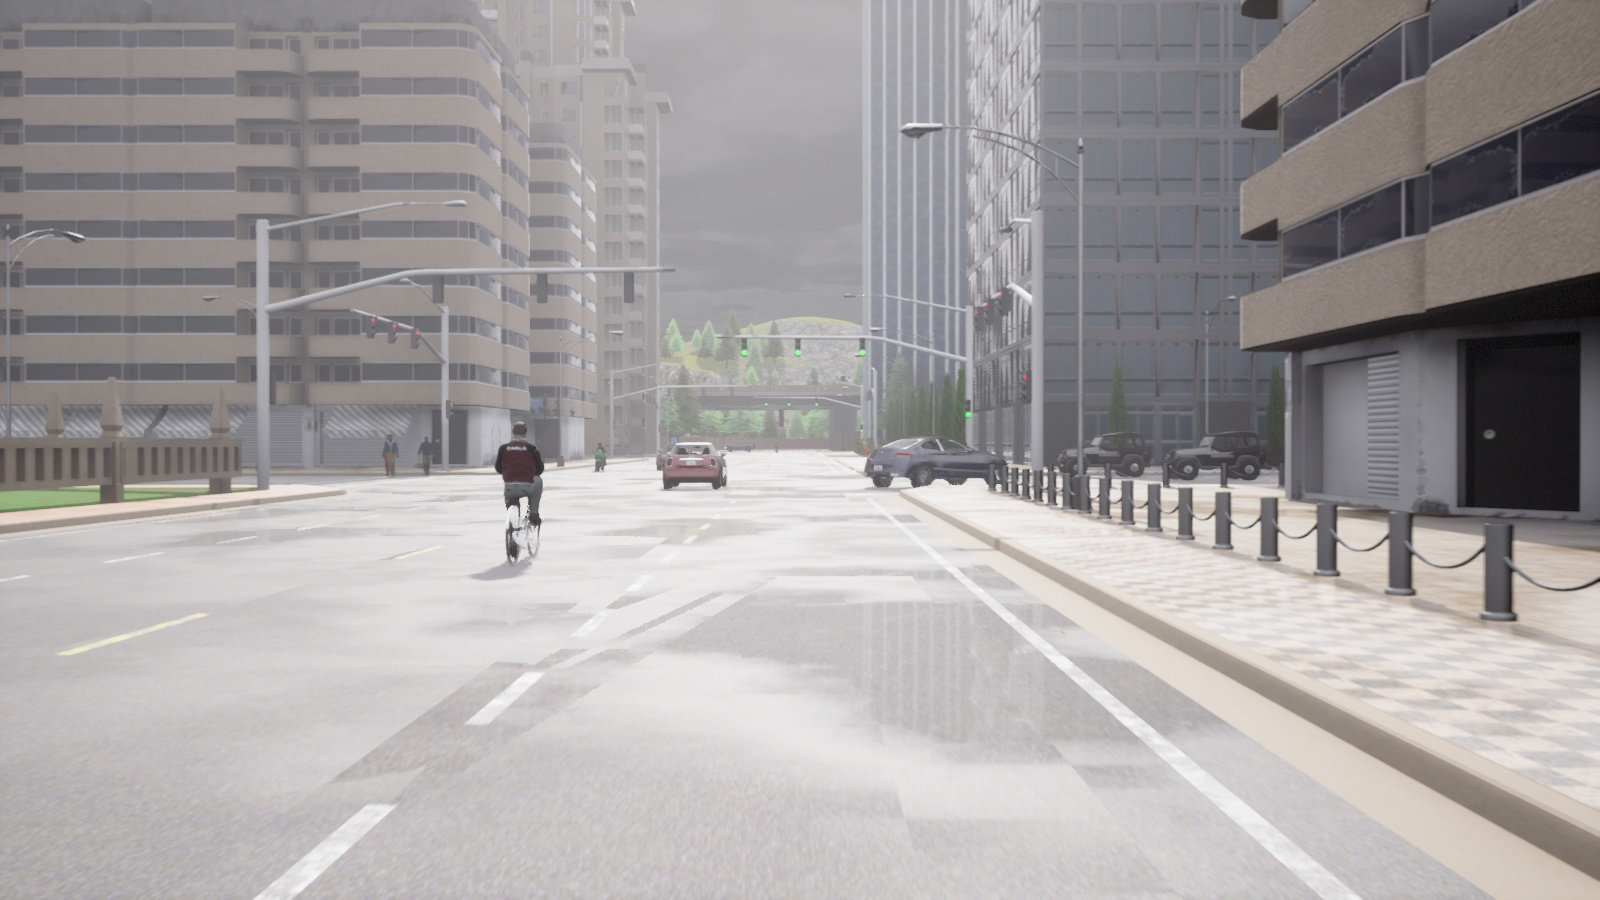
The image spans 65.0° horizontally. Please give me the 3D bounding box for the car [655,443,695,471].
[{"bbox_3d":[-6.844,0.366,69.098,1.816,1.474,4.193,0,0,0],"label":"car"}]

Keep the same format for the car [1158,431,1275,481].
[{"bbox_3d":[15.942,0.228,48.168,3.866,1.878,1.905,0,0,0],"label":"car"}]

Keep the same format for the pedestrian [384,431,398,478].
[{"bbox_3d":[-17.128,0.176,52.574,0.423,1.949,0.788,0,0,-9],"label":"pedestrian"}]

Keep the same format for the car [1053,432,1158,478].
[{"bbox_3d":[12.543,0.205,51.695,3.866,1.878,1.905,0,0,0],"label":"car"}]

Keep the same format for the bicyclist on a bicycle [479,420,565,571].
[{"bbox_3d":[-3.453,0.526,15.720,0.659,1.776,1.843,0,1,0],"label":"bicyclist on a bicycle"}]

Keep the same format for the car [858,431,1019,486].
[{"bbox_3d":[4.487,0.246,40.328,5.027,1.651,2.152,0,0,-37],"label":"car"}]

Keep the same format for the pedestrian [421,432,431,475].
[{"bbox_3d":[-16.206,0.166,54.378,0.402,1.842,0.726,0,0,-17],"label":"pedestrian"}]

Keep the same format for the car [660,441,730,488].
[{"bbox_3d":[-3.402,0.444,41.234,1.970,1.475,3.806,0,0,0],"label":"car"}]

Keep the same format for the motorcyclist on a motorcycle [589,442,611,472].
[{"bbox_3d":[-10.352,0.354,65.119,0.797,1.523,2.044,0,0,0],"label":"motorcyclist on a motorcycle"}]
